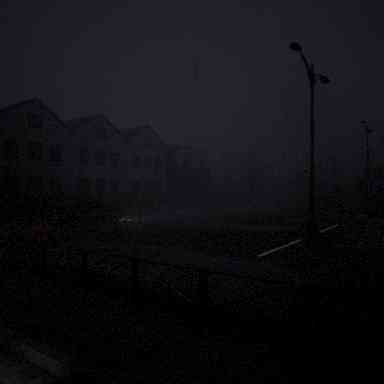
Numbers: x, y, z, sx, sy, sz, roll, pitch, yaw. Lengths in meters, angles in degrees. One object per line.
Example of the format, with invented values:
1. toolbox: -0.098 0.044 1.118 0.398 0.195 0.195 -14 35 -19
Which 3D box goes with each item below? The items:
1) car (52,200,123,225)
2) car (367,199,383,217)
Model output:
1. car: -6.725 1.313 21.999 1.837 1.490 4.892 0 0 35
2. car: 15.411 1.298 26.818 2.007 1.523 4.514 0 0 35
